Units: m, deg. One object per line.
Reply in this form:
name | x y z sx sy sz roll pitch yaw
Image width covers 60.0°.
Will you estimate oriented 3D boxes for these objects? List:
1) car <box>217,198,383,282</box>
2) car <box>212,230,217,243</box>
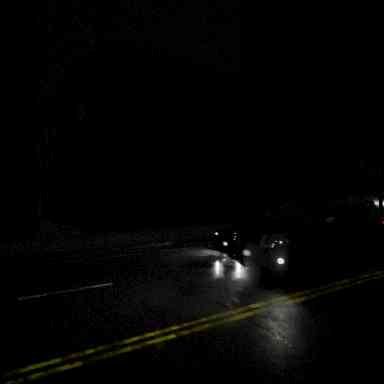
car | 3.704 1.224 10.170 5.566 2.045 2.150 0 0 -34
car | 3.453 1.552 13.933 5.357 1.411 2.033 0 0 -34
